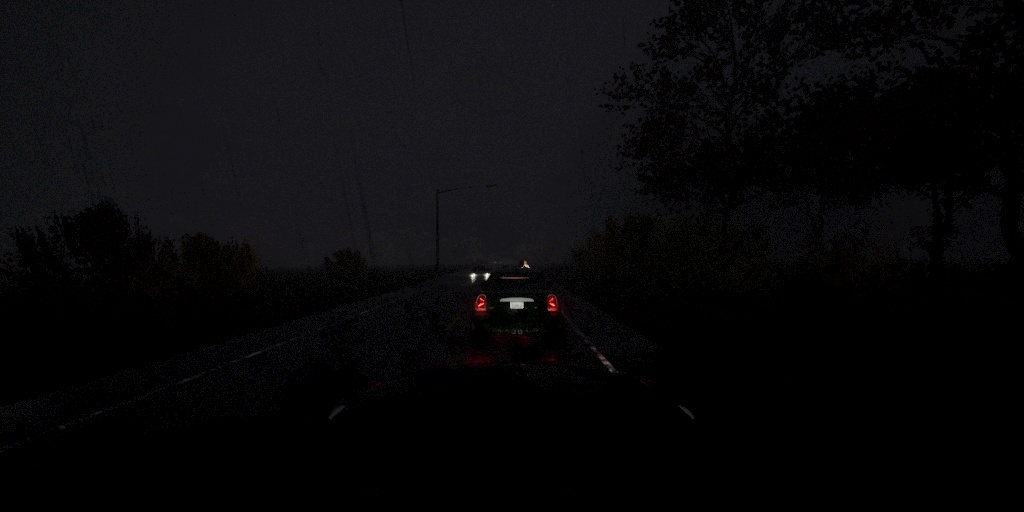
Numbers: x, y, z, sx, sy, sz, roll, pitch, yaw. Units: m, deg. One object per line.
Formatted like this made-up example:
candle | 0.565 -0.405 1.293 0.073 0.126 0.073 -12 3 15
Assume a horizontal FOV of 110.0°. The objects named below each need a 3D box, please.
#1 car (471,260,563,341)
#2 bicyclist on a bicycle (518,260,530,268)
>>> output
car | 0.108 1.099 9.968 2.097 1.767 4.553 0 0 0
bicyclist on a bicycle | 0.960 1.176 25.791 0.866 1.612 1.509 0 0 1
